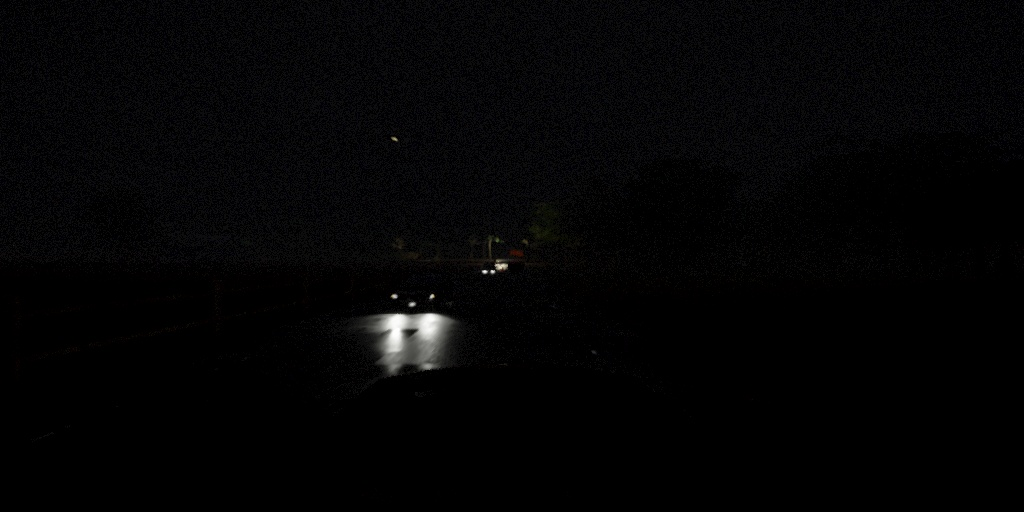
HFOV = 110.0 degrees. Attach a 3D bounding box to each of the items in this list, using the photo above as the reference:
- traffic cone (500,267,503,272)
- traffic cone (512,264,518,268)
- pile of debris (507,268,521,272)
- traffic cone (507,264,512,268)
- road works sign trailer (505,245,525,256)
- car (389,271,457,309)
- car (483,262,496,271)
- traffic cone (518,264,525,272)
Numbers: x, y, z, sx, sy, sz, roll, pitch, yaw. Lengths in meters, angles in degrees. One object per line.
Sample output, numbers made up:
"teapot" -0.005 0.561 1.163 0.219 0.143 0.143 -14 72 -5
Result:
"traffic cone" -1.530 1.997 52.232 0.340 0.580 0.340 0 0 0
"traffic cone" 0.463 2.028 58.233 0.340 0.580 0.340 0 0 0
"pile of debris" -0.046 2.208 52.239 1.860 0.140 1.500 0 0 0
"traffic cone" -0.536 2.028 58.232 0.340 0.580 0.340 0 0 0
"road works sign trailer" 0.621 -2.061 47.332 2.380 3.560 2.880 0 0 -1
"car" -3.611 1.387 15.642 2.033 1.411 5.357 0 0 0
"car" -3.570 1.615 57.325 2.033 1.411 5.357 0 0 1
"traffic cone" 1.462 2.028 58.234 0.340 0.580 0.340 0 0 0
